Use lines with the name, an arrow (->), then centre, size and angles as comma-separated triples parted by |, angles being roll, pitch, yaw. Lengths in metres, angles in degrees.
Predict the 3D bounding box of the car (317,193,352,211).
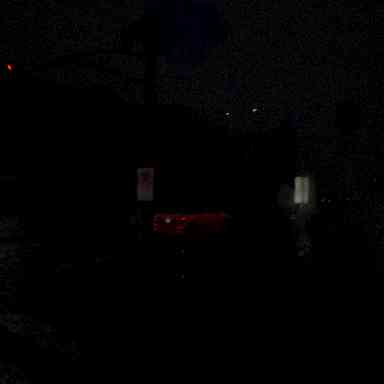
car -> 17.494, 1.135, 40.736 | 2.150, 2.045, 5.566 | 2, 1, 36

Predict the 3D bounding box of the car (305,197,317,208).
car -> 16.829, 1.404, 44.664 | 2.033, 1.411, 5.357 | 2, 1, 36

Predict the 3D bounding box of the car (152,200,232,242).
car -> 0.148, 1.266, 16.455 | 2.097, 1.767, 4.553 | 2, 1, 35

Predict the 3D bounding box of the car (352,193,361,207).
car -> 23.509, 1.173, 49.254 | 2.150, 2.045, 5.566 | 2, 1, 35
